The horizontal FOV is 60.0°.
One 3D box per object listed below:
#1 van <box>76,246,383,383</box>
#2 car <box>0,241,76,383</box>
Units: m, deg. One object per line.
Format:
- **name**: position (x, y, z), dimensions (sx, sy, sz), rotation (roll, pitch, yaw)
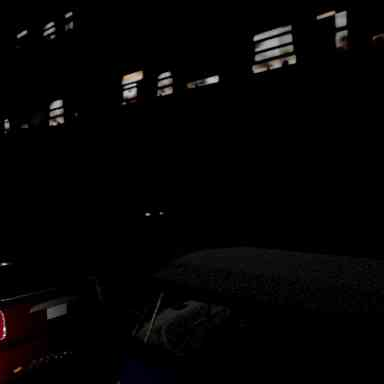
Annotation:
- **van**: position (1.290, 1.341, 1.959), dimensions (3.998, 1.788, 1.690), rotation (-1, -1, 35)
- **car**: position (-3.220, 1.493, 5.172), dimensions (4.097, 1.590, 1.967), rotation (-1, -1, 35)
